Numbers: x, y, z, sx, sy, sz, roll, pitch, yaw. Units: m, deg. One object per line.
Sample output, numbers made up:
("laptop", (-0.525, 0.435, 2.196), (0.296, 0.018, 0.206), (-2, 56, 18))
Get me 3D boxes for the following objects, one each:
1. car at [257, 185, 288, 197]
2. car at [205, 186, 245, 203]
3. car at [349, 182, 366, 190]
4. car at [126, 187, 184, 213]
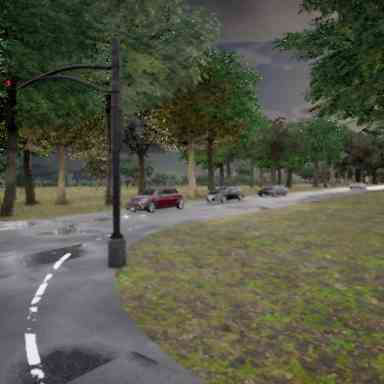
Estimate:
("car", (9.664, -0.159, 39.482), (2.033, 1.411, 5.357), (0, 2, 38))
("car", (3.129, 0.219, 31.321), (2.128, 1.511, 4.902), (0, 2, 39))
("car", (28.436, -1.101, 57.046), (1.895, 1.301, 4.718), (0, 2, 38))
("car", (-2.632, 0.471, 24.123), (2.097, 1.767, 4.553), (0, 2, 39))
